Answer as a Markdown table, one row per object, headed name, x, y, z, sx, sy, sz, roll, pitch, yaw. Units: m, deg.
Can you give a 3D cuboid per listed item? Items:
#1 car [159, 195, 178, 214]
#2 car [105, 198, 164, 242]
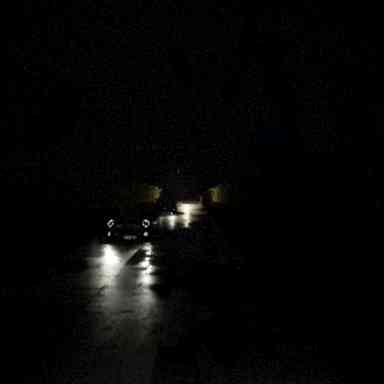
| name | x | y | z | sx | sy | sz | roll | pitch | yaw |
| --- | --- | --- | --- | --- | --- | --- | --- | --- | --- |
| car | -2.764 | 1.321 | 36.592 | 2.150 | 2.045 | 5.566 | 0 | 0 | 0 |
| car | -2.818 | 1.390 | 16.671 | 2.097 | 1.767 | 4.553 | 0 | 0 | 0 |
